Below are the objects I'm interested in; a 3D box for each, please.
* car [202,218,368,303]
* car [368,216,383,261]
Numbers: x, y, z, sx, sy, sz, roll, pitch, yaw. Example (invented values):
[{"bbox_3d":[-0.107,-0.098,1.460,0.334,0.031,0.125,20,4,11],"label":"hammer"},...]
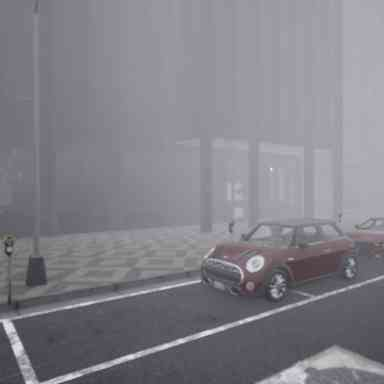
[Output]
[{"bbox_3d":[2.189,1.415,8.095,4.097,1.590,1.967,0,0,-36],"label":"car"},{"bbox_3d":[6.780,1.497,11.370,4.507,1.381,1.887,0,0,-36],"label":"car"}]
